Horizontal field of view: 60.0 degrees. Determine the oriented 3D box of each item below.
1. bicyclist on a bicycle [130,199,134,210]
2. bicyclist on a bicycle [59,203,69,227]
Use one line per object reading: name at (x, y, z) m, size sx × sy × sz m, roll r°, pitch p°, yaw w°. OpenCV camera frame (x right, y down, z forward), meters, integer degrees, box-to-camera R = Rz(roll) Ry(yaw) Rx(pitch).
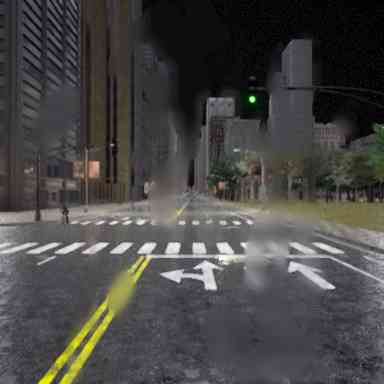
bicyclist on a bicycle at (-8.755, 1.892, 48.753) m, size 0.582 × 1.620 × 1.656 m, roll 0°, pitch 0°, yaw 0°
bicyclist on a bicycle at (-8.752, 1.559, 22.840) m, size 0.582 × 1.620 × 1.656 m, roll 0°, pitch 0°, yaw 0°
